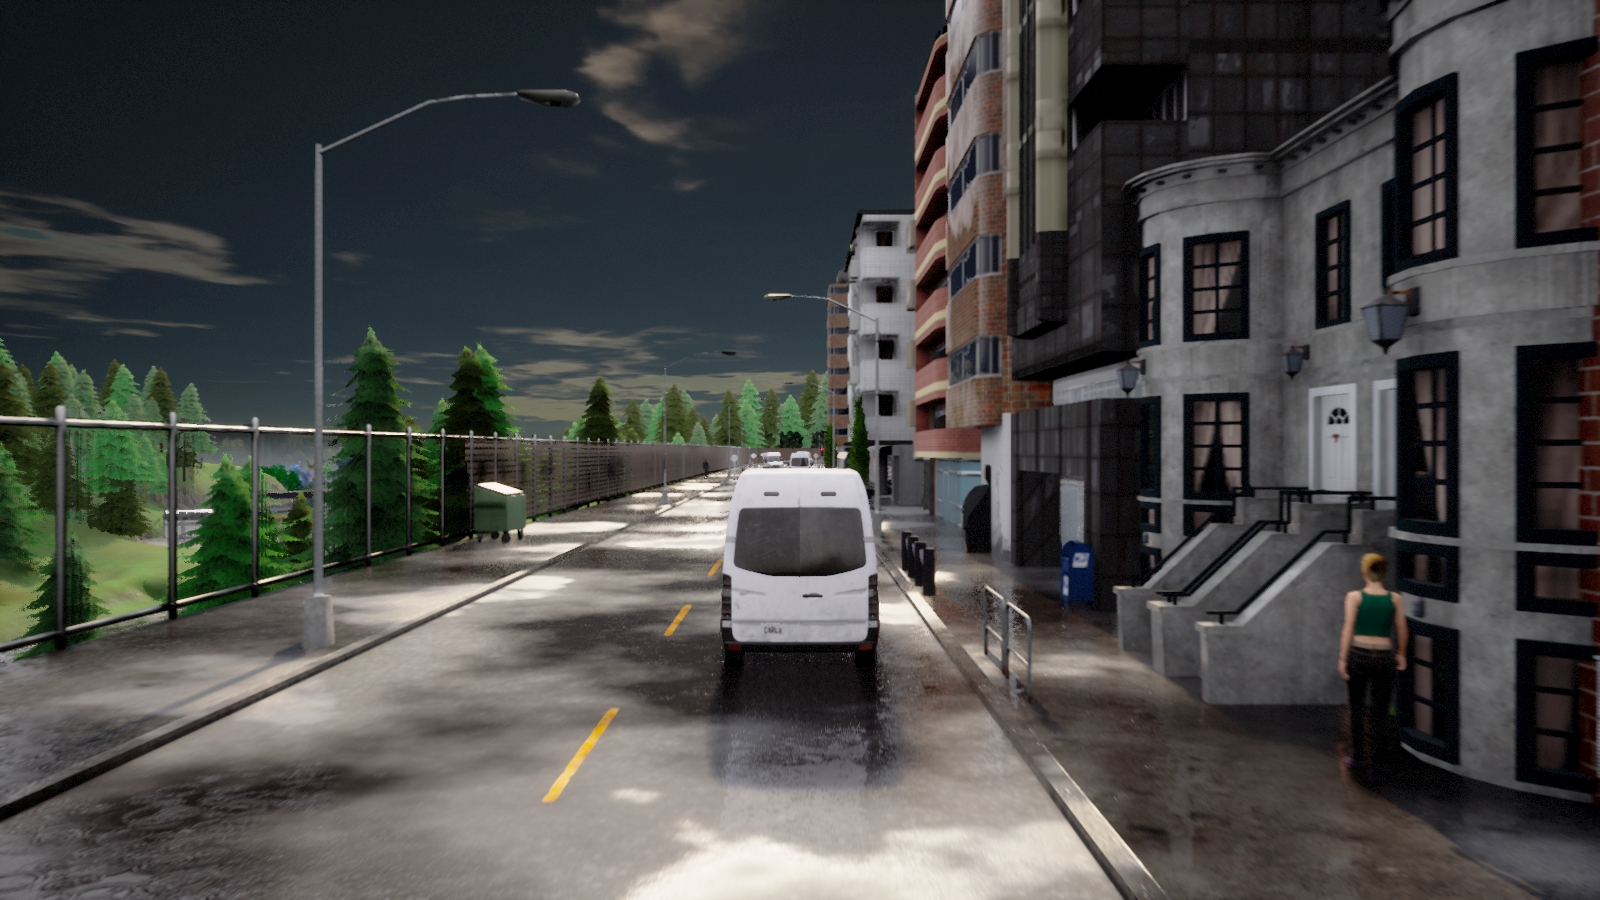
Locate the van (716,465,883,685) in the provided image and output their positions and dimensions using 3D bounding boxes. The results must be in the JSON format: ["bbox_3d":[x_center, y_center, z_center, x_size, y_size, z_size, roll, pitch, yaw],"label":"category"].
[{"bbox_3d":[-0.006,1.534,16.617,1.988,2.561,5.915,0,0,0],"label":"van"}]

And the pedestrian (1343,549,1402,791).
[{"bbox_3d":[4.597,1.744,9.192,0.375,1.860,0.375,0,0,19],"label":"pedestrian"}]
